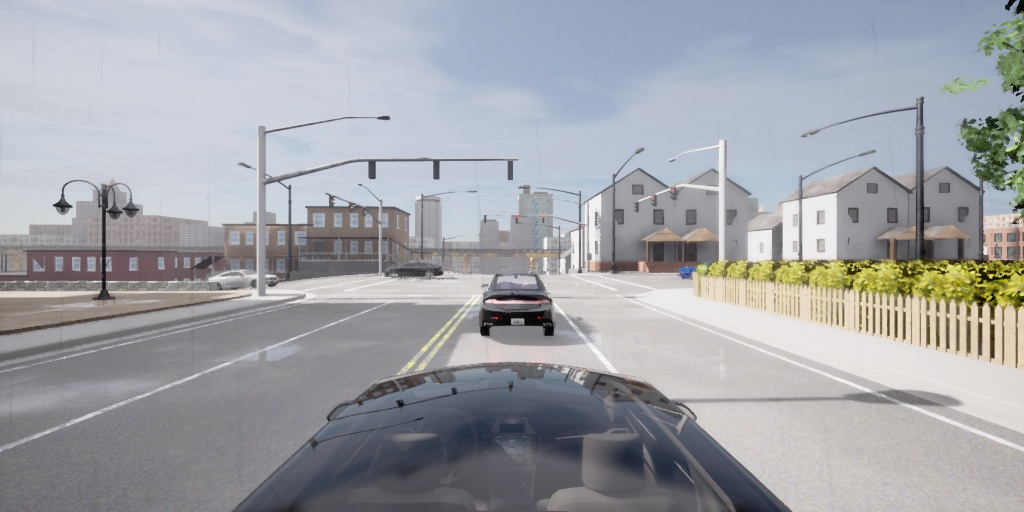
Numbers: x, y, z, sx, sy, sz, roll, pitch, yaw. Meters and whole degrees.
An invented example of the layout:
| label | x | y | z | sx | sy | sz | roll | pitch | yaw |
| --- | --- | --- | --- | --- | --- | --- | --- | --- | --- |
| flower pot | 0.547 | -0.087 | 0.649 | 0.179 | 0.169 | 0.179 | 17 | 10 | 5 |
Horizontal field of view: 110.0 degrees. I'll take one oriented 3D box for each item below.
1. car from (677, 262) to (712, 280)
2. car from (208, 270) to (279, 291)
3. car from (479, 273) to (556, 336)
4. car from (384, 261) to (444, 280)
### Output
| label | x | y | z | sx | sy | sz | roll | pitch | yaw |
| --- | --- | --- | --- | --- | --- | --- | --- | --- | --- |
| car | 16.668 | 1.228 | 30.409 | 5.008 | 1.535 | 1.882 | 0 | 0 | -1 |
| car | -19.659 | 1.742 | 26.244 | 4.674 | 1.442 | 1.812 | -4 | 0 | 1 |
| car | 0.118 | 1.242 | 10.372 | 2.128 | 1.511 | 4.902 | 0 | 0 | 0 |
| car | -8.187 | 1.183 | 30.096 | 4.892 | 1.490 | 1.837 | 0 | 0 | -1 |
